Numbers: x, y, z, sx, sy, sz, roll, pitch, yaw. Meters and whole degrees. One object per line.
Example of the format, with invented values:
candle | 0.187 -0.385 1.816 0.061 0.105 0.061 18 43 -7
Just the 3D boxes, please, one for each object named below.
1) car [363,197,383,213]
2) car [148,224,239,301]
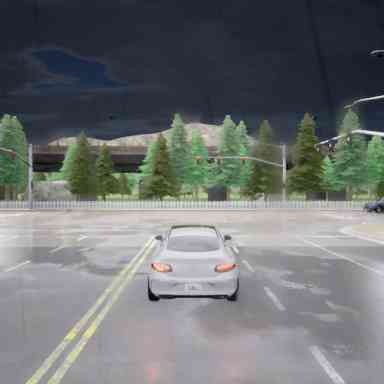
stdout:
car | 20.729 1.296 35.327 4.553 1.767 2.097 0 0 0
car | 0.032 1.526 8.192 1.812 1.442 4.674 0 0 0
